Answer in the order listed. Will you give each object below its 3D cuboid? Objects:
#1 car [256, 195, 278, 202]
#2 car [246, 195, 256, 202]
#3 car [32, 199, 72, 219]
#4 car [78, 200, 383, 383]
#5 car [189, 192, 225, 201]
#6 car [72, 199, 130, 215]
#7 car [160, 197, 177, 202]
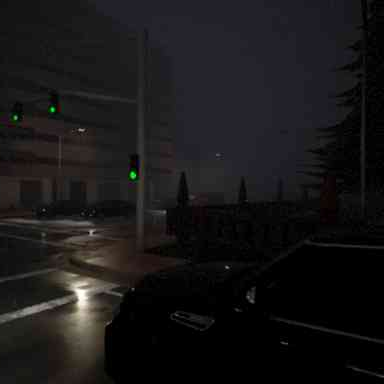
[{"bbox_3d":[12.544,1.215,53.478,2.097,1.767,4.553,1,0,35],"label":"car"},{"bbox_3d":[9.579,1.319,55.349,1.837,1.490,4.892,1,0,35],"label":"car"},{"bbox_3d":[-10.374,1.320,26.663,1.812,1.442,4.674,1,0,35],"label":"car"},{"bbox_3d":[1.718,1.222,2.635,5.566,2.045,2.150,1,0,37],"label":"car"},{"bbox_3d":[1.723,1.052,37.996,2.150,2.045,5.566,1,1,35],"label":"car"},{"bbox_3d":[-6.522,1.338,26.081,1.837,1.490,4.892,1,0,35],"label":"car"},{"bbox_3d":[-2.321,1.320,38.283,1.812,1.442,4.674,1,1,34],"label":"car"}]
